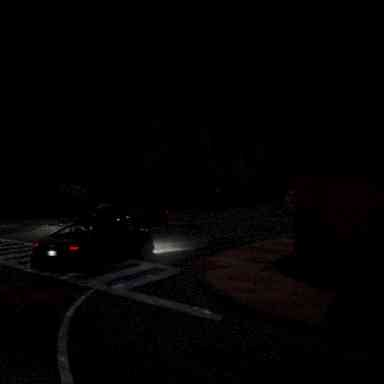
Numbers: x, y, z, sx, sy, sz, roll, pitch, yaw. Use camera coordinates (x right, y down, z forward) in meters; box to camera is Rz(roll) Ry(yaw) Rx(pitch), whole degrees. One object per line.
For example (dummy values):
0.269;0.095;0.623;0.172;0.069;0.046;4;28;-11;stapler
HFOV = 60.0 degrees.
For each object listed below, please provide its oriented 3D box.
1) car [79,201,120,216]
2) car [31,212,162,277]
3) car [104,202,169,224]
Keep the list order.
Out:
-6.065;1.486;24.804;1.882;1.535;5.008;0;0;35;car
-2.883;1.567;10.529;1.994;1.385;4.181;0;0;22;car
-3.471;1.570;22.410;1.994;1.385;4.181;0;0;35;car
